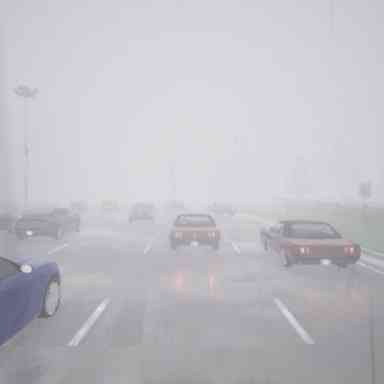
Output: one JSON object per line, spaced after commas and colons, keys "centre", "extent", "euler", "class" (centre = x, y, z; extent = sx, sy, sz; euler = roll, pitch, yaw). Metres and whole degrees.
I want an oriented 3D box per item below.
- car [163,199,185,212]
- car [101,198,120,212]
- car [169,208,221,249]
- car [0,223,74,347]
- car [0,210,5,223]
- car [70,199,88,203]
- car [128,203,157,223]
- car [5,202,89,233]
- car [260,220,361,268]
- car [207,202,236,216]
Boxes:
{"centre": [-2.005, 1.469, 37.205], "extent": [1.812, 1.442, 4.674], "euler": [0, 0, -12], "class": "car"}
{"centre": [-9.271, 1.420, 37.880], "extent": [1.882, 1.535, 5.008], "euler": [0, 0, -13], "class": "car"}
{"centre": [0.091, 1.579, 14.317], "extent": [1.895, 1.301, 4.718], "euler": [0, 0, 0], "class": "car"}
{"centre": [-3.399, 1.471, 4.303], "extent": [1.882, 1.535, 5.008], "euler": [0, 0, 0], "class": "car"}
{"centre": [-10.438, 1.466, 16.413], "extent": [2.128, 1.511, 4.902], "euler": [0, 0, -1], "class": "car"}
{"centre": [-12.687, 1.468, 37.170], "extent": [1.812, 1.442, 4.674], "euler": [0, 0, -13], "class": "car"}
{"centre": [-3.732, 1.509, 25.214], "extent": [2.033, 1.411, 5.357], "euler": [0, 0, -5], "class": "car"}
{"centre": [-6.939, 1.479, 16.568], "extent": [1.837, 1.490, 4.892], "euler": [0, 0, -1], "class": "car"}
{"centre": [3.600, 1.584, 11.153], "extent": [1.895, 1.301, 4.718], "euler": [0, 0, 0], "class": "car"}
{"centre": [2.637, 1.554, 31.078], "extent": [1.895, 1.301, 4.718], "euler": [0, 0, -8], "class": "car"}
